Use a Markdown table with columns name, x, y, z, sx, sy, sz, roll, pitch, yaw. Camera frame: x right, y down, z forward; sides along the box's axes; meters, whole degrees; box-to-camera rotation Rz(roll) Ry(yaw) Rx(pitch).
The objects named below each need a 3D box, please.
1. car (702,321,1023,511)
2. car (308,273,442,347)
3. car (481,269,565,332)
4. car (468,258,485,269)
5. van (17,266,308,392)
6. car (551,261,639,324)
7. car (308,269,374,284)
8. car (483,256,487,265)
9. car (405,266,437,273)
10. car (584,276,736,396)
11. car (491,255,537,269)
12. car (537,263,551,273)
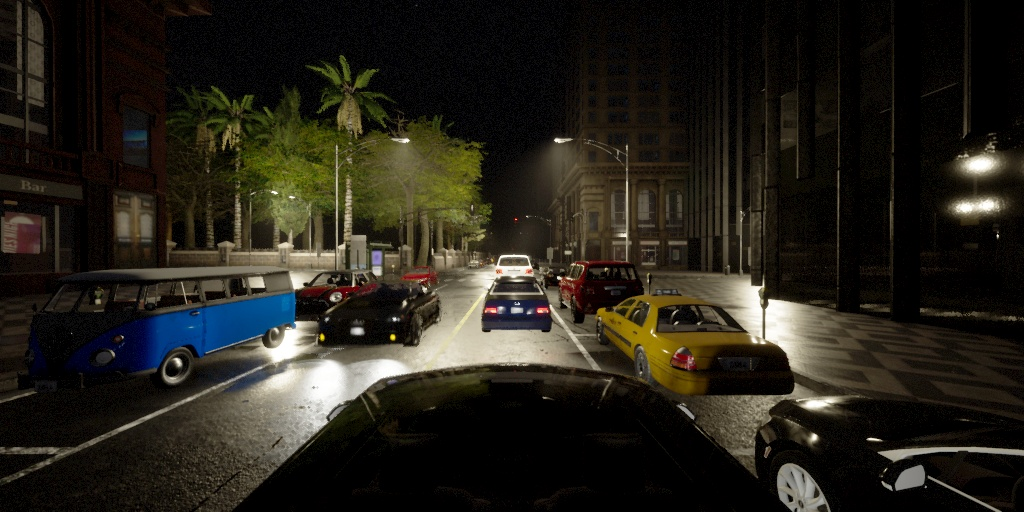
| name | x | y | z | sx | sy | sz | roll | pitch | yaw |
| --- | --- | --- | --- | --- | --- | --- | --- | --- | --- |
| car | 2.762 | 1.300 | 1.082 | 2.007 | 1.370 | 4.403 | 0 | 0 | 0 |
| car | -3.087 | 1.313 | 9.151 | 1.994 | 1.385 | 4.181 | 0 | 0 | 0 |
| car | 0.107 | 1.296 | 10.753 | 2.033 | 1.411 | 5.357 | 0 | 0 | 0 |
| car | -5.736 | 1.274 | 54.664 | 2.007 | 1.370 | 4.403 | 0 | 0 | 0 |
| van | -5.761 | 1.090 | 6.526 | 1.690 | 1.789 | 3.998 | 0 | 0 | 0 |
| car | 2.767 | 1.063 | 11.932 | 2.192 | 1.841 | 5.009 | 0 | 0 | 0 |
| car | -5.758 | 1.188 | 11.952 | 1.967 | 1.591 | 4.097 | 0 | 0 | 0 |
| car | -5.733 | 1.159 | 60.085 | 1.967 | 1.591 | 4.097 | 0 | 0 | 0 |
| car | -5.753 | 1.327 | 22.805 | 1.802 | 1.307 | 4.207 | 0 | 0 | 0 |
| car | 2.765 | 1.275 | 6.677 | 1.751 | 1.417 | 4.829 | 0 | 0 | 0 |
| car | 0.110 | 0.968 | 21.324 | 2.150 | 2.045 | 5.566 | 0 | 0 | 0 |
| car | 2.773 | 1.310 | 22.783 | 1.948 | 1.339 | 4.313 | 0 | 0 | 0 |
